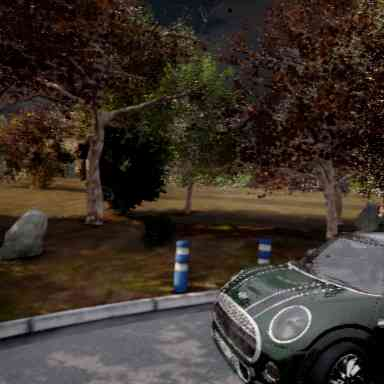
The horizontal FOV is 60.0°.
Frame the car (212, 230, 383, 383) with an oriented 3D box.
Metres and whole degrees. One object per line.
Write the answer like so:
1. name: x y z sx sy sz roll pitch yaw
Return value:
1. car: 2.604 1.352 4.565 4.553 1.767 2.097 1 1 -14
